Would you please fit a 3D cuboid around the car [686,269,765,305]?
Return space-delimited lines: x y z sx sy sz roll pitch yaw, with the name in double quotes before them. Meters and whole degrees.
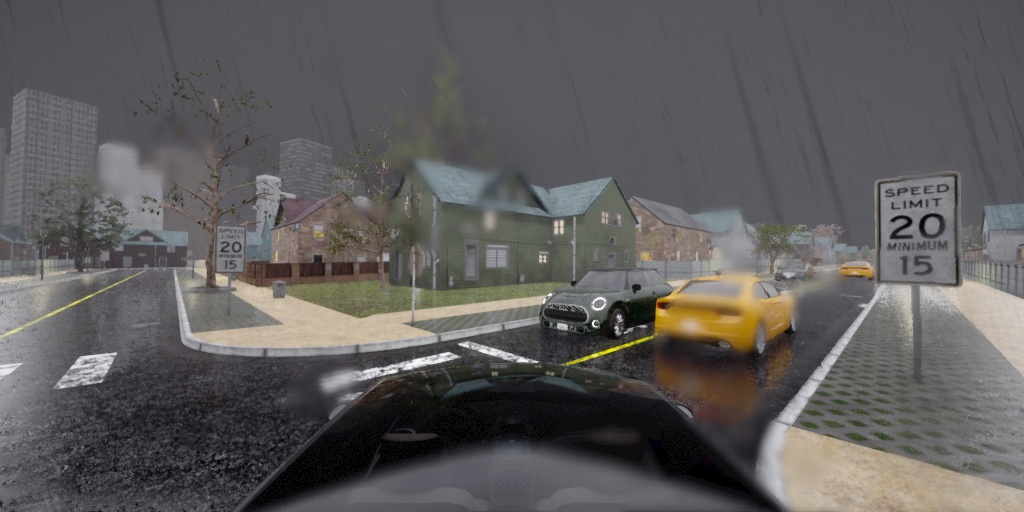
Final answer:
"car" 10.170 1.344 16.914 4.718 1.301 1.895 0 0 -42

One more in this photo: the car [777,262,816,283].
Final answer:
"car" 21.563 1.219 27.216 4.902 1.511 2.128 0 0 -42

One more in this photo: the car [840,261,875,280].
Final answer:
"car" 29.102 1.187 30.155 5.008 1.535 1.882 0 0 -42

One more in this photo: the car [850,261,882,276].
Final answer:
"car" 36.533 1.271 36.944 5.357 1.411 2.033 0 -1 -42

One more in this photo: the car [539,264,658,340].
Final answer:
"car" 2.838 1.114 10.211 4.553 1.767 2.097 0 0 -44

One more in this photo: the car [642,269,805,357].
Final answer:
"car" 5.340 1.217 8.693 5.008 1.535 1.882 0 0 -42
